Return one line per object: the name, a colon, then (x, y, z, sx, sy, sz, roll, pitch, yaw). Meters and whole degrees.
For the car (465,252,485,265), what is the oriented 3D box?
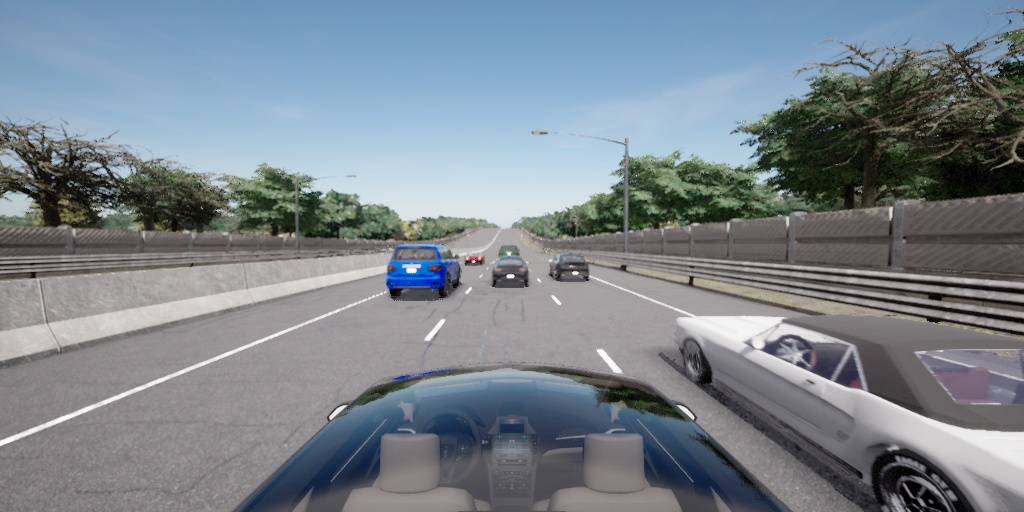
car: (-3.825, 0.208, 37.737, 1.895, 1.301, 4.718, 0, 2, -1)

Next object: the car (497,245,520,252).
car: (-0.320, -0.159, 37.262, 2.150, 2.045, 5.566, 0, 2, -1)

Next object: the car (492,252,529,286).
car: (-0.088, 0.710, 18.856, 1.812, 1.442, 4.674, 0, 2, -1)

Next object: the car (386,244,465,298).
car: (-3.558, 0.521, 15.262, 2.150, 2.045, 5.566, 0, 2, -1)

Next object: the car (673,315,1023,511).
car: (3.580, 1.279, 3.745, 1.895, 1.301, 4.718, 0, 2, -1)

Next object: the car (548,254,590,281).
car: (3.366, 0.600, 21.614, 1.837, 1.490, 4.892, 0, 2, -1)
